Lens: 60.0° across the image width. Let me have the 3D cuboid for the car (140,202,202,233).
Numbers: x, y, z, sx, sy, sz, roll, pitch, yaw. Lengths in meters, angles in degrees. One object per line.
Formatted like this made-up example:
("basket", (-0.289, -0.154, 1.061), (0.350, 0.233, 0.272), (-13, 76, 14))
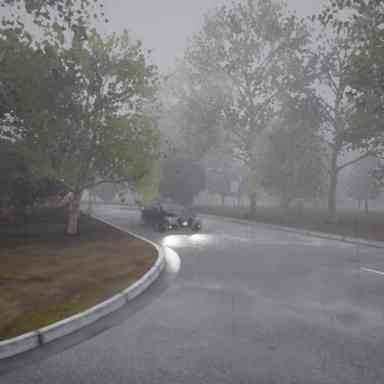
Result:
("car", (-1.170, 1.211, 16.860), (1.994, 1.385, 4.181), (1, 0, -26))
